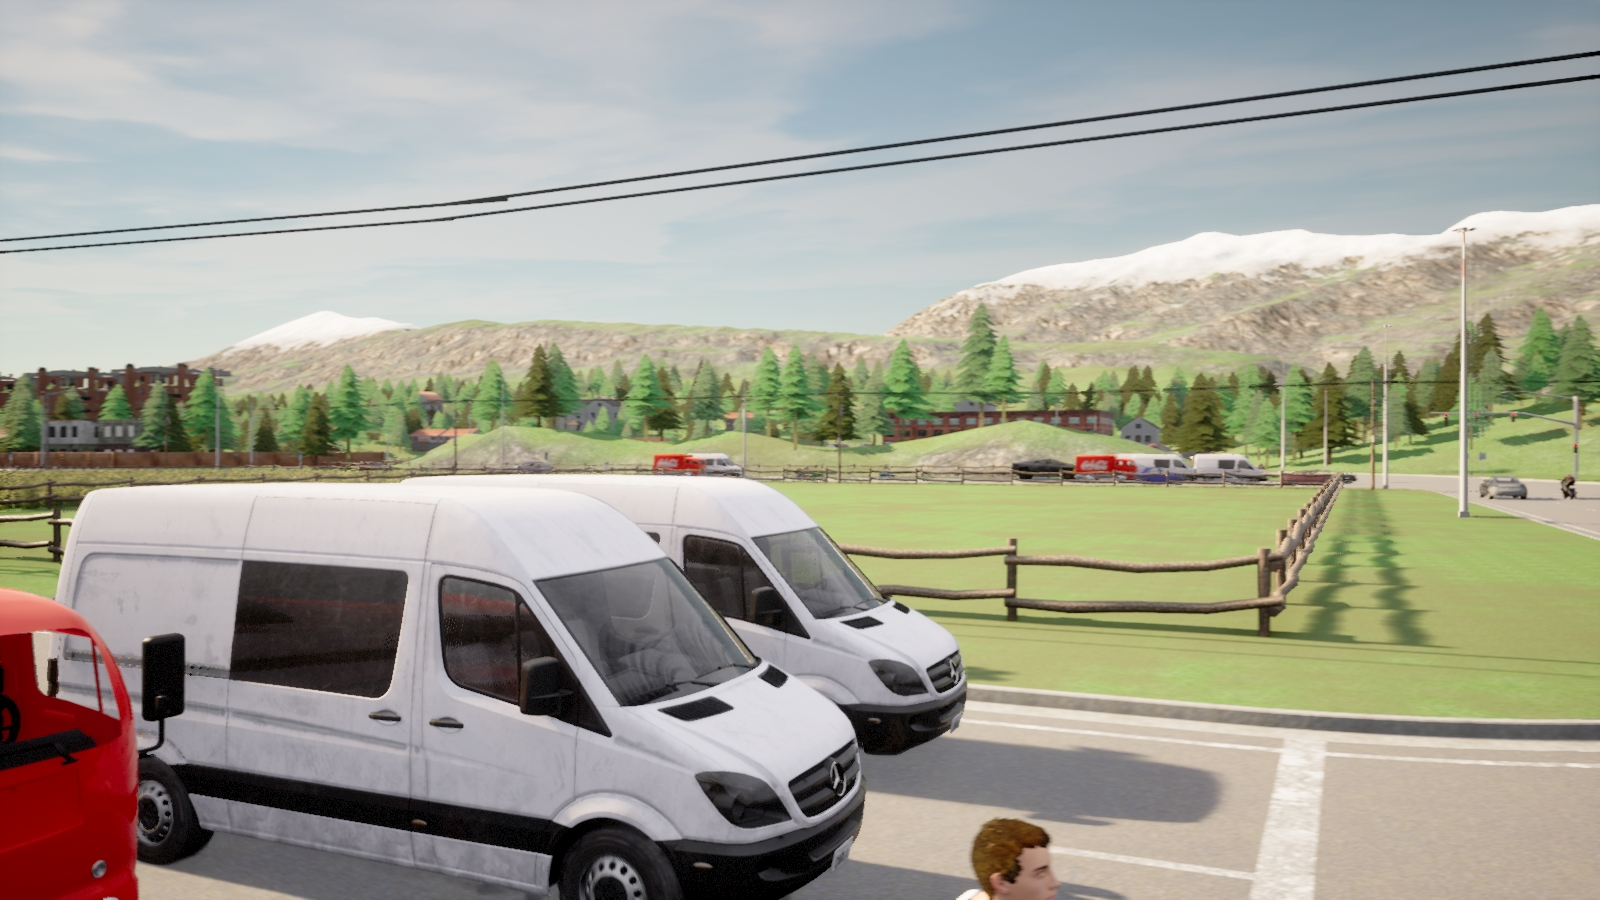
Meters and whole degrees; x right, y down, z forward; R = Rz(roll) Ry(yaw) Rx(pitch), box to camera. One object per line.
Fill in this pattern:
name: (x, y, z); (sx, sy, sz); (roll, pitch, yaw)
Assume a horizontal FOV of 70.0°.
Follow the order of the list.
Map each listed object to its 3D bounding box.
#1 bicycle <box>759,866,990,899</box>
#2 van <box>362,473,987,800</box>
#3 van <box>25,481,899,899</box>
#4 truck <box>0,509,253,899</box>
bicycle: (0.665, 2.060, 3.068); (1.643, 1.496, 0.373); (1, 0, 25)
van: (-1.311, 1.546, 11.275); (5.915, 2.561, 1.988); (0, 0, 23)
van: (-2.447, 1.542, 7.956); (5.915, 2.561, 1.988); (0, 0, 23)
truck: (-5.660, 1.567, 5.566); (5.204, 2.467, 2.627); (0, 0, 24)
